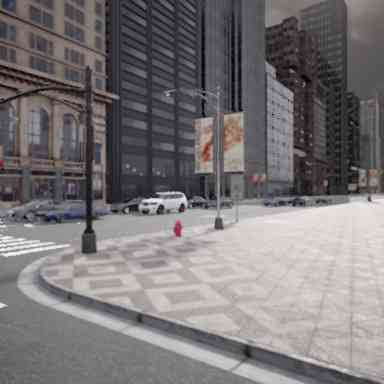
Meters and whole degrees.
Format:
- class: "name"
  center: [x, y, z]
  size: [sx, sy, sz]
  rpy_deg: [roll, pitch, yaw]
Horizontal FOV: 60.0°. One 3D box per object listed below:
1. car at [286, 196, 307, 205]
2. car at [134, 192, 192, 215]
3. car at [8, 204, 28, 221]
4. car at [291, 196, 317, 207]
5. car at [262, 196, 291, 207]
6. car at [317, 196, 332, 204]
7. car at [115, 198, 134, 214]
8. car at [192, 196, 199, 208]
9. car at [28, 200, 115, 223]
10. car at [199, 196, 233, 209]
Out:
- class: "car"
  center: [17.219, 1.366, 54.824]
  size: [1.895, 1.301, 4.718]
  rpy_deg: [0, 0, 35]
- class: "car"
  center: [-2.690, 1.052, 32.458]
  size: [2.150, 2.045, 5.566]
  rpy_deg: [0, 0, 35]
- class: "car"
  center: [-11.529, 1.357, 25.663]
  size: [2.128, 1.511, 4.902]
  rpy_deg: [0, 0, 33]
- class: "car"
  center: [15.644, 1.272, 46.793]
  size: [1.837, 1.490, 4.892]
  rpy_deg: [0, 0, 35]
- class: "car"
  center: [11.714, 1.325, 46.935]
  size: [2.033, 1.411, 5.357]
  rpy_deg: [0, 0, 36]
- class: "car"
  center: [22.347, 1.354, 56.281]
  size: [1.895, 1.301, 4.718]
  rpy_deg: [0, 0, 35]
- class: "car"
  center: [-6.051, 1.346, 33.329]
  size: [1.837, 1.490, 4.892]
  rpy_deg: [0, 0, 35]
- class: "car"
  center: [-0.047, 1.321, 41.810]
  size: [1.837, 1.490, 4.892]
  rpy_deg: [0, 0, 35]
- class: "car"
  center: [-8.568, 1.404, 24.139]
  size: [2.033, 1.411, 5.357]
  rpy_deg: [0, 0, 35]
- class: "car"
  center: [3.283, 1.310, 40.888]
  size: [1.837, 1.490, 4.892]
  rpy_deg: [0, 0, 35]
